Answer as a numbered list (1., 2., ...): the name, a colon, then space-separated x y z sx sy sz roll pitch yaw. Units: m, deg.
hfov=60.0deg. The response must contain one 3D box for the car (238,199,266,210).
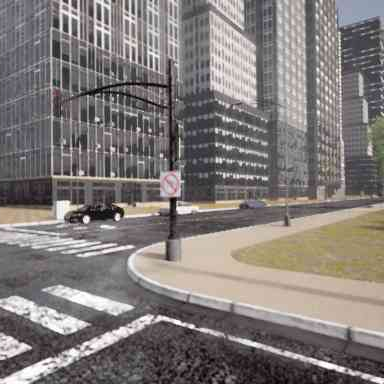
1. car: 8.533 1.676 46.581 2.033 1.411 5.357 -1 -1 37

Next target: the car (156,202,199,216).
1. car: -1.417 1.712 33.413 1.895 1.301 4.718 -1 -1 37

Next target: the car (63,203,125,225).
1. car: -7.389 1.604 25.479 1.837 1.490 4.892 -1 -1 37
